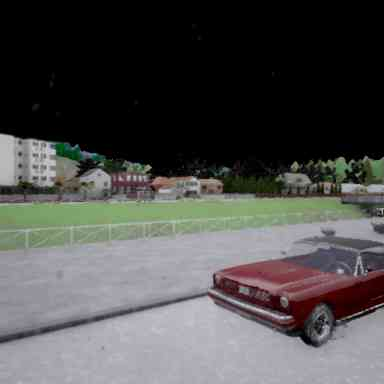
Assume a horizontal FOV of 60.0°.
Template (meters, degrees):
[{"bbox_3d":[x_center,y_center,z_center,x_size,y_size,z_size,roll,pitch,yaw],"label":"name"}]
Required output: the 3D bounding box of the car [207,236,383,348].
[{"bbox_3d":[2.617,1.602,6.414,4.718,1.301,1.895,0,0,-35],"label":"car"}]
